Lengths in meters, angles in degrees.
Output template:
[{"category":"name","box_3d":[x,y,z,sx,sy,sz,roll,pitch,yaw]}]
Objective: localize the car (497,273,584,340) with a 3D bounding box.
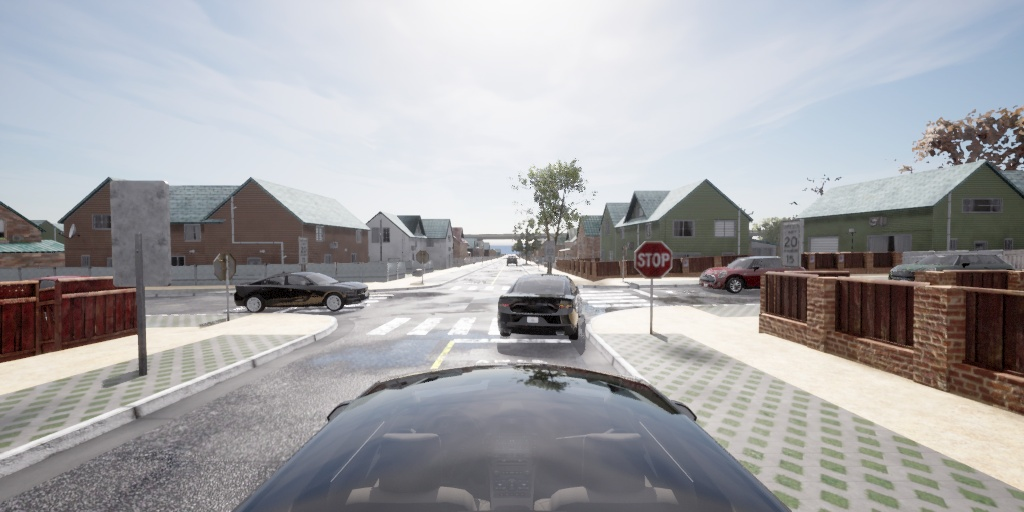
[{"category":"car","box_3d":[0.960,1.225,10.134,1.882,1.535,5.008,0,0,12]}]

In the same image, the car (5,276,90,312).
[{"category":"car","box_3d":[-18.017,1.547,14.604,5.008,1.535,1.882,-1,2,0]}]

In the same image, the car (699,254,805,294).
[{"category":"car","box_3d":[11.812,0.820,17.740,4.553,1.767,2.097,-1,2,0]}]

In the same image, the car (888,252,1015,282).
[{"category":"car","box_3d":[21.707,0.646,17.809,4.553,1.767,2.097,-1,2,0]}]

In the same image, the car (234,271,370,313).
[{"category":"car","box_3d":[-8.464,1.377,14.664,5.008,1.535,1.882,-1,2,0]}]
